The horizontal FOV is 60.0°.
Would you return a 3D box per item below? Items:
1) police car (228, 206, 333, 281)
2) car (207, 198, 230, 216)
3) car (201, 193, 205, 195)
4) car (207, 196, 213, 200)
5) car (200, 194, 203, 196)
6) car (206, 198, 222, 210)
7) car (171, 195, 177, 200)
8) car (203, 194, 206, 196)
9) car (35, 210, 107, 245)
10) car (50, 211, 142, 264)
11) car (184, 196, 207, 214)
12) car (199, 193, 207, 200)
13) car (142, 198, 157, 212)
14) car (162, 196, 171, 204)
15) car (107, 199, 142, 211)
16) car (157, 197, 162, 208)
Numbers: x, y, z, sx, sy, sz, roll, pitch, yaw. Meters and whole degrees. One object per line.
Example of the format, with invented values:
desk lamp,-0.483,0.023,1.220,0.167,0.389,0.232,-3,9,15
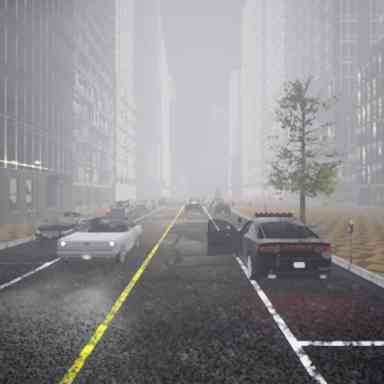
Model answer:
police car,2.404,1.419,10.002,1.930,1.638,5.238,0,0,0
car,2.820,1.533,32.389,2.008,1.369,4.403,0,0,0
car,2.974,1.536,72.211,1.947,1.339,4.313,0,0,0
car,2.842,1.420,38.077,1.967,1.590,4.097,0,0,0
car,0.244,1.480,48.730,1.837,1.490,4.892,0,0,1
car,2.864,1.522,43.767,1.887,1.381,4.507,0,0,0
car,-5.319,1.519,95.023,2.008,1.369,4.403,0,0,0
car,2.908,1.524,55.145,2.008,1.369,4.403,0,0,0
car,-5.626,1.542,15.376,2.008,1.369,4.403,0,0,0
car,-3.057,1.594,11.898,1.895,1.301,4.718,0,0,0
car,0.194,1.472,34.909,2.128,1.511,4.902,0,0,1
car,3.063,1.283,94.967,2.192,1.841,5.009,0,0,0
car,-5.539,1.531,38.132,2.008,1.369,4.403,0,0,0
car,-5.451,1.517,60.889,1.887,1.381,4.507,0,0,0
car,-5.581,1.425,26.755,1.967,1.590,4.097,0,0,0
car,-5.516,1.522,43.821,1.887,1.381,4.507,0,0,0
